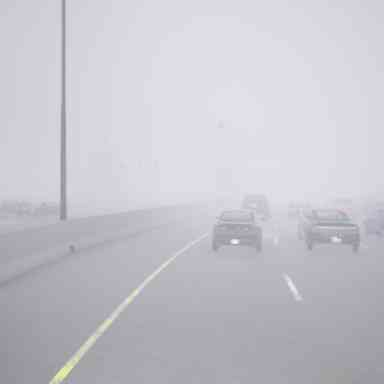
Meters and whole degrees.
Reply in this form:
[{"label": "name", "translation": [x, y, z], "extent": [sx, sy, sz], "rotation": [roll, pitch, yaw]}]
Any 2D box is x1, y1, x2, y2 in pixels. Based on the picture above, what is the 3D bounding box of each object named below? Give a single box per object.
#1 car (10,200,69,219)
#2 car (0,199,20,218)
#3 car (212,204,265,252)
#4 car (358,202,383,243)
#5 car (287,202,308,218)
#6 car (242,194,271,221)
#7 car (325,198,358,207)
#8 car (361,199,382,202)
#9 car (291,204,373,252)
[{"label": "car", "translation": [-12.675, 1.512, 28.326], "extent": [1.895, 1.301, 4.718], "rotation": [0, 0, 15]}, {"label": "car", "translation": [-16.063, 1.398, 29.206], "extent": [2.128, 1.511, 4.902], "rotation": [0, 0, 15]}, {"label": "car", "translation": [1.988, 1.473, 13.883], "extent": [1.837, 1.490, 4.892], "rotation": [0, 0, 12]}, {"label": "car", "translation": [9.521, 1.456, 15.532], "extent": [1.882, 1.535, 5.008], "rotation": [0, -1, 13]}, {"label": "car", "translation": [9.174, 1.547, 28.524], "extent": [1.895, 1.301, 4.718], "rotation": [0, 0, 14]}, {"label": "car", "translation": [5.416, 1.164, 27.959], "extent": [2.150, 2.045, 5.566], "rotation": [0, 0, 14]}, {"label": "car", "translation": [13.040, 1.302, 29.485], "extent": [2.097, 1.767, 4.553], "rotation": [0, 0, 14]}, {"label": "car", "translation": [17.422, 1.441, 32.487], "extent": [2.128, 1.511, 4.902], "rotation": [0, 0, 14]}, {"label": "car", "translation": [5.583, 1.467, 13.983], "extent": [2.128, 1.511, 4.902], "rotation": [0, 0, 13]}]
